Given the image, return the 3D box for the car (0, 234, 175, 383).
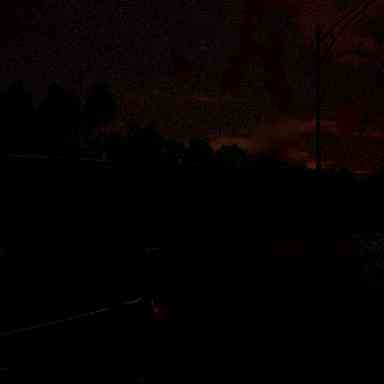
[{"bbox_3d":[-2.466,1.353,2.847,4.553,1.767,2.097,0,0,-36],"label":"car"}]
